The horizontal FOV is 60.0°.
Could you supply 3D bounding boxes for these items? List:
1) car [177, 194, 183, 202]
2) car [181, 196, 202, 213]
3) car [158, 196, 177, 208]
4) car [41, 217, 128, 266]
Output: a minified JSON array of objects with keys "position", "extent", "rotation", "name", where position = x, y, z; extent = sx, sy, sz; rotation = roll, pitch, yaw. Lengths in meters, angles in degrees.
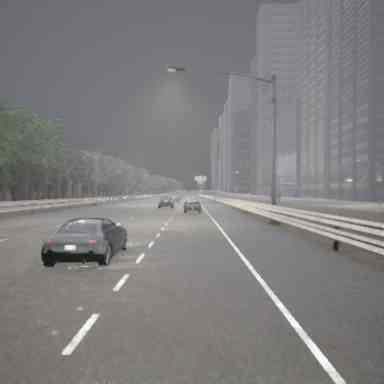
[{"position":[-3.760,1.624,77.273],"extent":[2.128,1.511,4.902],"rotation":[0,0,0],"name":"car"},{"position":[0.049,1.507,37.868],"extent":[2.128,1.511,4.902],"rotation":[0,0,0],"name":"car"},{"position":[-3.588,1.377,47.197],"extent":[2.097,1.767,4.553],"rotation":[0,0,0],"name":"car"},{"position":[-3.500,1.559,11.560],"extent":[1.994,1.385,4.181],"rotation":[0,0,0],"name":"car"}]
